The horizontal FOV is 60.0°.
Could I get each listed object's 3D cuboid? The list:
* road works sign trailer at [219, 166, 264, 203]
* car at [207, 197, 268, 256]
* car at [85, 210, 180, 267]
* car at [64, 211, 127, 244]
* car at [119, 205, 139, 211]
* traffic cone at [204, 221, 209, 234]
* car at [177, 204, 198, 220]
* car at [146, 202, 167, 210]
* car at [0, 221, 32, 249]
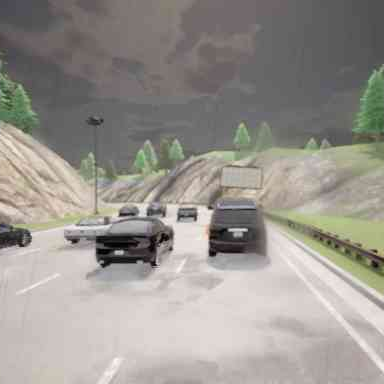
[{"bbox_3d":[2.687,0.245,18.578,2.380,3.560,2.880,4,-21,12],"label":"road works sign trailer"},{"bbox_3d":[1.817,1.225,13.874,2.150,2.045,5.566,-1,6,6],"label":"car"},{"bbox_3d":[-1.872,1.664,12.230,1.882,1.535,5.008,-1,-1,6],"label":"car"},{"bbox_3d":[-4.814,1.913,17.632,1.895,1.301,4.718,-1,-1,6],"label":"car"},{"bbox_3d":[-7.494,2.194,39.630,1.994,1.385,4.181,-1,-1,-2],"label":"car"},{"bbox_3d":[0.845,2.171,19.467,0.340,0.580,0.340,-1,-1,6],"label":"traffic cone"},{"bbox_3d":[-0.424,1.884,31.978,2.128,1.511,4.902,-1,-1,1],"label":"car"},{"bbox_3d":[-3.960,1.885,37.774,2.097,1.767,4.553,-1,-1,-1],"label":"car"},{"bbox_3d":[-8.726,1.875,13.937,1.812,1.442,4.674,-1,-1,6],"label":"car"}]
